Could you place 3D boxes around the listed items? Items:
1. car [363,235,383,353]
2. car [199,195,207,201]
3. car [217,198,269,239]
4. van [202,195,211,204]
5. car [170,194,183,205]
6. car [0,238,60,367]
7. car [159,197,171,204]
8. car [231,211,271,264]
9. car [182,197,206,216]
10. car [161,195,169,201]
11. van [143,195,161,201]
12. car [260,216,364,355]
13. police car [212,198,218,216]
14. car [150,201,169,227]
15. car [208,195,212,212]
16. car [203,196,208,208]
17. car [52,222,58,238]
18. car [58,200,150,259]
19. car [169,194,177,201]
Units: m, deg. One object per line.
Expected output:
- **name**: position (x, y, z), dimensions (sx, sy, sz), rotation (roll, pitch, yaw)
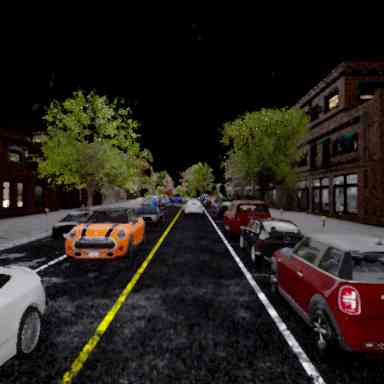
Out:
- **car**: position (2.699, 1.321, 0.571), dimensions (2.192, 1.841, 5.009), rotation (1, 0, 0)
- **car**: position (2.988, 1.569, 89.261), dimensions (1.967, 1.590, 4.097), rotation (1, 0, 0)
- **car**: position (2.754, 1.349, 17.202), dimensions (2.192, 1.841, 5.009), rotation (1, 0, 0)
- **van**: position (2.917, 1.447, 67.090), dimensions (1.690, 1.788, 3.998), rotation (1, 0, 0)
- **car**: position (-2.812, 1.320, 63.519), dimensions (2.150, 2.045, 5.566), rotation (0, 0, 1)
- **car**: position (-3.095, 1.527, 3.257), dimensions (1.812, 1.442, 4.674), rotation (0, 0, 0)
- **car**: position (-5.467, 1.644, 67.103), dimensions (2.008, 1.369, 4.403), rotation (1, 0, 0)
- **car**: position (2.732, 1.576, 11.658), dimensions (2.008, 1.369, 4.403), rotation (1, 0, 0)
- **car**: position (0.192, 1.582, 33.453), dimensions (1.812, 1.442, 4.674), rotation (0, 0, 0)
- **car**: position (-5.501, 1.520, 56.018), dimensions (1.967, 1.590, 4.097), rotation (1, 0, 0)
- **van**: position (-5.536, 1.406, 44.931), dimensions (1.690, 1.788, 3.998), rotation (1, 0, 0)
- **car**: position (2.715, 1.455, 6.114), dimensions (1.967, 1.590, 4.097), rotation (1, 0, 0)
- **police car**: position (3.228, 1.481, 30.248), dimensions (1.930, 1.638, 5.238), rotation (0, 0, 0)
- **car**: position (-2.990, 1.583, 23.266), dimensions (2.033, 1.411, 5.357), rotation (0, 0, 1)
- **car**: position (3.229, 1.419, 37.110), dimensions (2.097, 1.767, 4.553), rotation (0, 0, 0)
- **car**: position (2.859, 1.667, 50.459), dimensions (1.802, 1.307, 4.206), rotation (1, 0, 0)
- **car**: position (-5.630, 1.588, 17.216), dimensions (1.947, 1.339, 4.313), rotation (1, 0, 0)
- **car**: position (-3.056, 1.370, 12.656), dimensions (2.097, 1.767, 4.553), rotation (0, 0, 0)
- **car**: position (-5.372, 1.435, 94.820), dimensions (2.192, 1.841, 5.009), rotation (1, 0, 0)
